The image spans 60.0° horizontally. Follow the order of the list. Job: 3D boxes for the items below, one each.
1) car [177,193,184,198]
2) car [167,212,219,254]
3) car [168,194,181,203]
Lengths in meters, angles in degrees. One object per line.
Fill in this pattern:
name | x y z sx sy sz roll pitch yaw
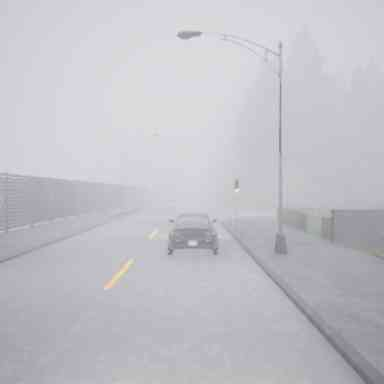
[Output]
car | -3.470 1.130 86.119 1.837 1.490 4.892 0 0 19
car | 0.046 1.528 13.327 1.812 1.442 4.674 0 0 0
car | -4.021 1.608 70.697 1.895 1.301 4.718 0 0 0
